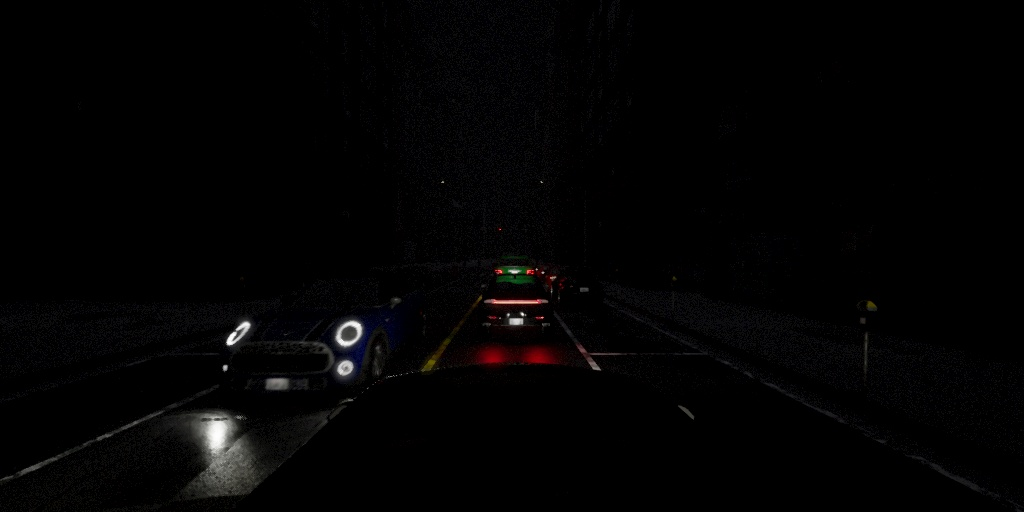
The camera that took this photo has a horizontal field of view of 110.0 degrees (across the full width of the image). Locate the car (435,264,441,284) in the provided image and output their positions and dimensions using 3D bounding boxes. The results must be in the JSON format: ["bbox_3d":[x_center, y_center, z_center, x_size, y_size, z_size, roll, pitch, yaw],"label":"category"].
[{"bbox_3d":[-5.780,1.314,21.155,1.948,1.339,4.313,0,0,0],"label":"car"}]

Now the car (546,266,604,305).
[{"bbox_3d":[2.750,1.314,15.657,1.948,1.339,4.313,0,0,0],"label":"car"}]

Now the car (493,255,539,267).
[{"bbox_3d":[0.086,0.970,20.307,2.150,2.045,5.566,0,0,-1],"label":"car"}]

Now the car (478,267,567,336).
[{"bbox_3d":[0.093,1.240,10.387,2.128,1.511,4.902,0,0,0],"label":"car"}]

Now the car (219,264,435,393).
[{"bbox_3d":[-3.104,1.101,6.981,2.097,1.767,4.553,0,0,0],"label":"car"}]

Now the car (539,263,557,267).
[{"bbox_3d":[2.746,1.293,21.161,1.888,1.381,4.507,0,0,0],"label":"car"}]

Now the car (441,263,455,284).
[{"bbox_3d":[-5.784,1.299,26.660,2.007,1.370,4.403,0,0,0],"label":"car"}]

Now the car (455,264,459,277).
[{"bbox_3d":[-5.789,1.294,32.166,1.888,1.381,4.507,0,0,0],"label":"car"}]
